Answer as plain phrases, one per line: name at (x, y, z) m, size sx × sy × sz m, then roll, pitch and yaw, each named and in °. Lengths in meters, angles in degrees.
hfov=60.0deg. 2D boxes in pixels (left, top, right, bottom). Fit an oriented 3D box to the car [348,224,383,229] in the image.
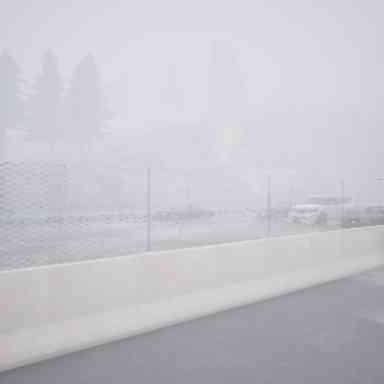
car at (10.995, 1.571, 20.414) m, size 4.181 × 1.385 × 1.994 m, roll 0°, pitch 0°, yaw -35°
